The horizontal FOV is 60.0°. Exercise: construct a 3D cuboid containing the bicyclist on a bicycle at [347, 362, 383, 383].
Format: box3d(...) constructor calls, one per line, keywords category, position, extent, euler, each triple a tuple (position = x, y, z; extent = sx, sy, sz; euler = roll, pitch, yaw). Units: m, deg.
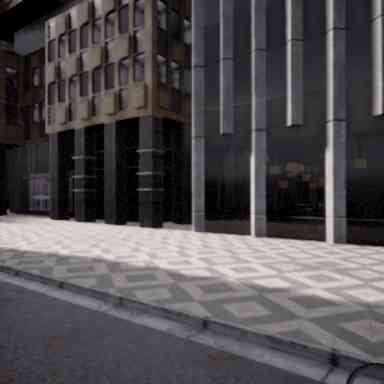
box3d(category="bicyclist on a bicycle", position=(2.220, 1.386, 2.677), extent=(1.843, 1.776, 0.659), euler=(0, 0, 35))
